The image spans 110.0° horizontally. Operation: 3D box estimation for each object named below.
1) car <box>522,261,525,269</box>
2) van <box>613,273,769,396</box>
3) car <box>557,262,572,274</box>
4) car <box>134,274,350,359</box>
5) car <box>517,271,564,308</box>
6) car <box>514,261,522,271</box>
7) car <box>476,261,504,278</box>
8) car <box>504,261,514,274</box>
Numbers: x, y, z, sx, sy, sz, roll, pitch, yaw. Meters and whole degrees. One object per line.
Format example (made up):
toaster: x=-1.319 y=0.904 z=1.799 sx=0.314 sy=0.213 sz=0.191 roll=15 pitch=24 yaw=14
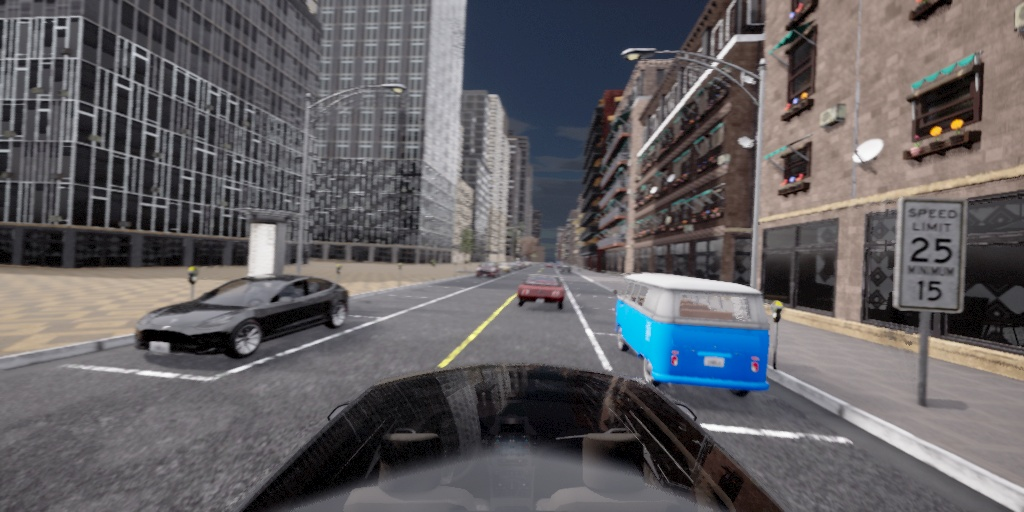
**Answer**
car: x=0.680 y=1.589 z=62.790 sx=1.967 sy=1.591 sz=4.097 roll=0 pitch=0 yaw=6
van: x=3.010 y=1.270 z=6.882 sx=1.690 sy=1.789 sz=3.998 roll=0 pitch=0 yaw=6
car: x=8.401 y=2.047 z=56.379 sx=2.007 sy=1.370 sz=4.403 roll=0 pitch=0 yaw=6
car: x=-5.311 y=1.082 z=7.793 sx=1.948 sy=1.339 sz=4.313 roll=0 pitch=0 yaw=6
car: x=1.368 y=1.500 z=16.322 sx=1.895 sy=1.301 sz=4.718 roll=3 pitch=0 yaw=6
car: x=0.081 y=1.634 z=57.290 sx=2.007 sy=1.370 sz=4.403 roll=0 pitch=0 yaw=6
car: x=-2.316 y=1.266 z=35.291 sx=1.967 sy=1.591 sz=4.097 roll=0 pitch=0 yaw=6
car: x=-1.136 y=1.479 z=46.122 sx=1.751 sy=1.417 sz=4.829 roll=0 pitch=0 yaw=6
